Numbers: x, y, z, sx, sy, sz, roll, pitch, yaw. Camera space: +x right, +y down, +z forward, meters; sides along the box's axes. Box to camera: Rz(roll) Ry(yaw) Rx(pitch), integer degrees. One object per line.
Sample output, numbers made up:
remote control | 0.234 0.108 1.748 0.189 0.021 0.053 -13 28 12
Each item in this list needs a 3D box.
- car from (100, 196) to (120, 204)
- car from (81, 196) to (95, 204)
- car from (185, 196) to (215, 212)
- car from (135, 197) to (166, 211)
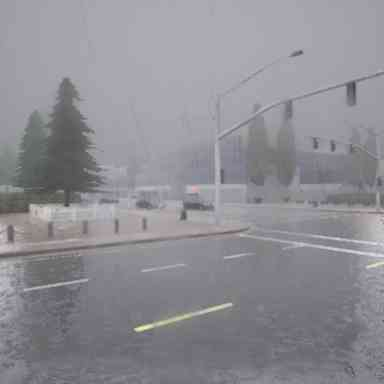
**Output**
car | -14.410 1.404 58.044 2.033 1.411 5.357 0 0 -35
car | -18.256 1.405 57.437 1.812 1.442 4.674 0 0 -35
car | 0.944 1.209 36.447 2.097 1.767 4.553 0 0 -36
car | -4.859 1.371 38.547 2.128 1.511 4.902 0 0 -36
